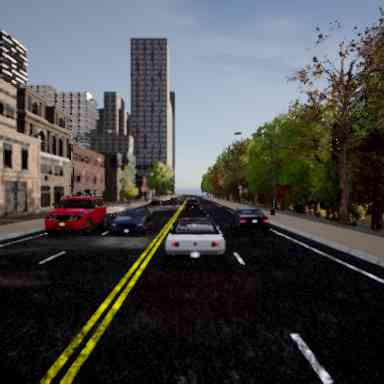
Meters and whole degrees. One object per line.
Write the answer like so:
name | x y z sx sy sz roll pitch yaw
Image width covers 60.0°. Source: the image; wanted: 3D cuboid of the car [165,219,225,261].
car | 0.099 1.646 12.423 1.895 1.301 4.718 0 0 0

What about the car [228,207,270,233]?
car | 3.346 1.621 20.261 2.033 1.411 5.357 0 0 0

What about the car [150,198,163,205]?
car | -6.531 1.814 61.169 1.895 1.301 4.718 0 0 0

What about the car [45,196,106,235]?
car | -6.602 1.292 19.665 2.150 2.045 5.566 0 0 0

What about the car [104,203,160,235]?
car | -3.353 1.618 19.661 2.033 1.411 5.357 0 0 0

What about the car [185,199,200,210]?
car | 0.091 1.668 45.792 1.837 1.490 4.892 0 0 0

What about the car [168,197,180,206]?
car | -3.285 1.725 61.130 1.837 1.490 4.892 0 0 0
